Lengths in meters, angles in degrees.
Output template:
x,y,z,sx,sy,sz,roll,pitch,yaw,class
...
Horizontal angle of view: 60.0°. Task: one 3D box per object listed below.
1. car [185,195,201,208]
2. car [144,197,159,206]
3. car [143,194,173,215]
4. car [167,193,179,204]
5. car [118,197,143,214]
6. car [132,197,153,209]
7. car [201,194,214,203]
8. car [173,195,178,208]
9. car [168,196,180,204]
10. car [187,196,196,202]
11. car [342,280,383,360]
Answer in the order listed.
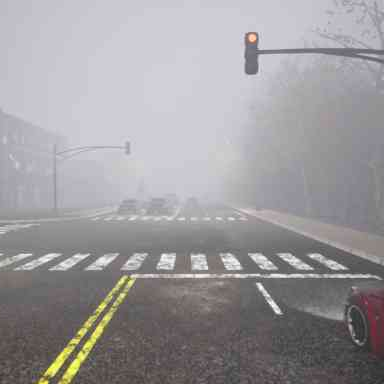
x,y,z,sx,sy,sz,roll,pitch,yaw,class
0.028,1.460,49.028,1.882,1.535,5.008,0,0,0,car
-6.657,1.505,55.222,1.812,1.442,4.674,0,0,0,car
-3.396,1.341,34.123,2.097,1.767,4.553,0,0,0,car
-3.415,1.202,53.954,2.150,2.045,5.566,0,0,1,car
-6.646,1.493,35.665,1.837,1.490,4.892,0,0,0,car
-6.654,1.476,45.089,2.128,1.511,4.902,0,0,0,car
3.248,1.575,66.101,1.895,1.301,4.718,0,0,0,car
-3.402,1.532,43.596,2.033,1.411,5.357,0,0,1,car
-3.393,1.523,64.559,2.033,1.411,5.357,0,0,0,car
-0.068,1.568,73.095,1.895,1.301,4.718,0,0,0,car
3.348,1.563,3.519,1.994,1.385,4.181,0,0,0,car
